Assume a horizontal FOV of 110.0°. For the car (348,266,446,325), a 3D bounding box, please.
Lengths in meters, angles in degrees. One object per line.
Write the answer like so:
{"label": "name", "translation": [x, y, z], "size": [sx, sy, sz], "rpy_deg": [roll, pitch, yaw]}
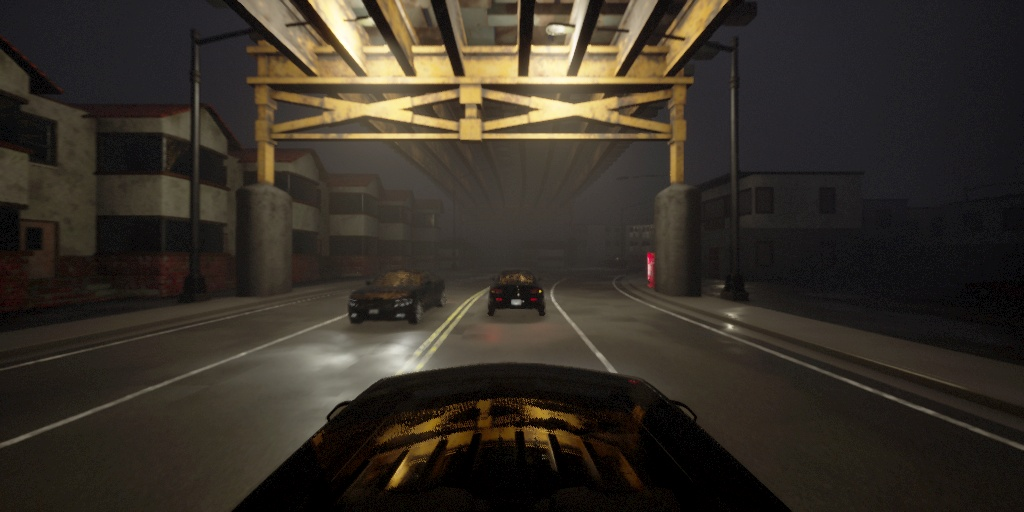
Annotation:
{"label": "car", "translation": [-3.472, 1.137, 11.699], "size": [1.882, 1.535, 5.008], "rpy_deg": [0, 1, 2]}

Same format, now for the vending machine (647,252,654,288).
{"label": "vending machine", "translation": [7.921, 0.767, 19.468], "size": [1.100, 2.100, 0.880], "rpy_deg": [0, 0, 10]}

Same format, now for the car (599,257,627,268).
{"label": "car", "translation": [14.182, 0.941, 50.379], "size": [4.902, 1.511, 2.128], "rpy_deg": [1, -1, -39]}

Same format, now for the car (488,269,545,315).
{"label": "car", "translation": [0.173, 1.174, 12.900], "size": [1.812, 1.442, 4.674], "rpy_deg": [0, 1, 1]}
